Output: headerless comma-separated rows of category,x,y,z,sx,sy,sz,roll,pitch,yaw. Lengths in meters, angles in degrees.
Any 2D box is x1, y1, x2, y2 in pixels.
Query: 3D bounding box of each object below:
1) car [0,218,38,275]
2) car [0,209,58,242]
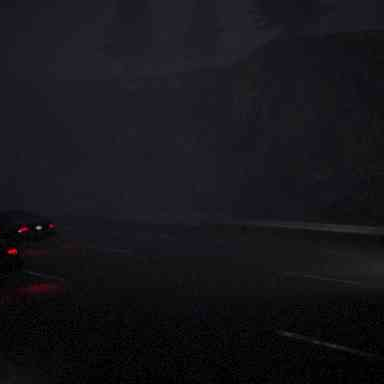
car,-6.688,1.491,8.671,5.357,1.411,2.033,0,1,31
car,-8.111,1.433,13.989,5.357,1.411,2.033,0,1,28
